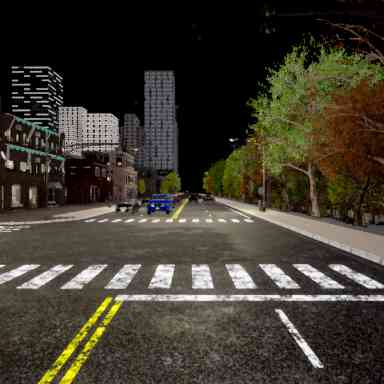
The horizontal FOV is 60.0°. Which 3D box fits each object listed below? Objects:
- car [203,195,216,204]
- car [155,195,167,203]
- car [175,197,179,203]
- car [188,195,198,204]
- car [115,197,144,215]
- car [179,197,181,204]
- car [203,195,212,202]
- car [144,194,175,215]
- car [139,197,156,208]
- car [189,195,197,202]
[{"bbox_3d":[3.494,1.467,63.987,2.128,1.511,4.902,0,0,0],"label":"car"},{"bbox_3d":[-6.348,1.482,68.236,2.128,1.511,4.902,0,0,0],"label":"car"},{"bbox_3d":[-3.249,1.475,44.886,2.128,1.511,4.902,0,0,0],"label":"car"},{"bbox_3d":[0.246,1.480,65.255,1.837,1.490,4.892,0,0,0],"label":"car"},{"bbox_3d":[-6.526,1.479,33.980,2.128,1.511,4.902,0,0,0],"label":"car"},{"bbox_3d":[-3.145,1.576,64.036,1.895,1.301,4.718,0,0,1],"label":"car"},{"bbox_3d":[3.414,1.448,74.257,1.882,1.535,5.008,0,0,0],"label":"car"},{"bbox_3d":[-3.275,1.211,34.425,2.150,2.045,5.566,0,0,0],"label":"car"},{"bbox_3d":[-6.488,1.487,48.835,1.837,1.490,4.892,0,0,0],"label":"car"},{"bbox_3d":[0.180,1.493,75.592,1.812,1.442,4.674,0,0,0],"label":"car"}]
